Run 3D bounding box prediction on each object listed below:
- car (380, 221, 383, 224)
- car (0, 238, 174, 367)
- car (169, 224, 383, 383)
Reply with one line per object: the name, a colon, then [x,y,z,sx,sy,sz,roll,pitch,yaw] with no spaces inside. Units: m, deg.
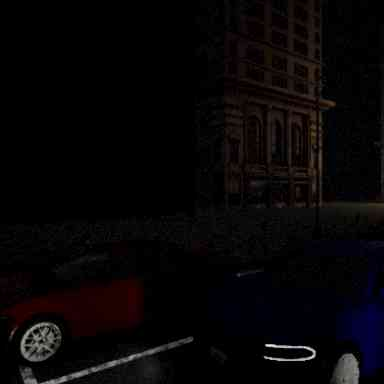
car: [7.939,1.614,12.354,4.313,1.339,1.947,0,0,-36]
car: [-1.230,1.553,5.781,4.507,1.381,1.887,0,0,-36]
car: [2.315,1.494,5.041,5.008,1.535,1.882,0,0,-36]
